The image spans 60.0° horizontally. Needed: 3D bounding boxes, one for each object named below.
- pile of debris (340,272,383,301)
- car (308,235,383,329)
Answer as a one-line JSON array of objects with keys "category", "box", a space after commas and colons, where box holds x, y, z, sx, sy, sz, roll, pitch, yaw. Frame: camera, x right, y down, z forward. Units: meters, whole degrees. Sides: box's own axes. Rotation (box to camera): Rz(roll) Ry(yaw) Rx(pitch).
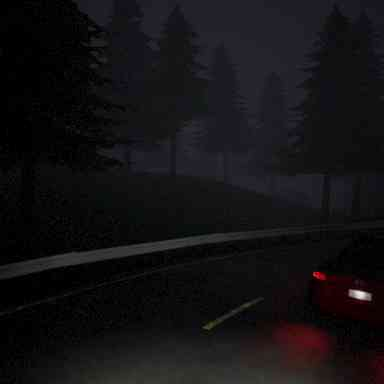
[{"category": "pile of debris", "box": [4.580, 2.185, 7.627, 1.860, 0.140, 1.500, 0, 0, -39]}, {"category": "car", "box": [4.008, 1.568, 6.621, 1.994, 1.385, 4.181, 1, 1, 44]}]
